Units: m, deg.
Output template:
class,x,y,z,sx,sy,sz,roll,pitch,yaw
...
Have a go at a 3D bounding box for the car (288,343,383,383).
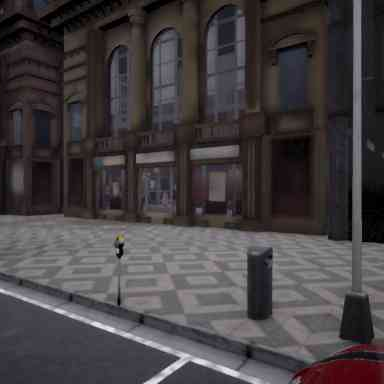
class,x,y,z,sx,sy,sz,roll,pitch,yaw
car,2.230,1.440,1.371,4.097,1.590,1.967,0,0,36
